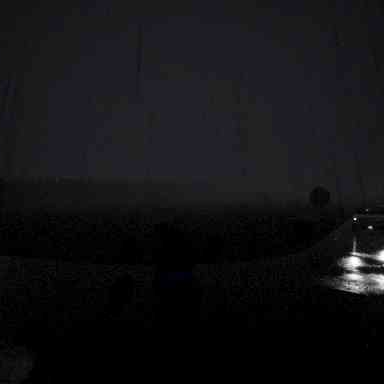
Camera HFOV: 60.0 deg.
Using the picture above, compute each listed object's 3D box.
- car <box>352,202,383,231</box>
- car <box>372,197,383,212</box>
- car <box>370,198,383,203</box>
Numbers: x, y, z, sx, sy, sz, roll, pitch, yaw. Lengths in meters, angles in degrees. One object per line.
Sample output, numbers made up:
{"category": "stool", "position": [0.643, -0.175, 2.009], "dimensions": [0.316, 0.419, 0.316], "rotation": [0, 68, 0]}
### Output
{"category": "car", "position": [10.349, 1.508, 19.081], "dimensions": [1.895, 1.301, 4.718], "rotation": [1, 1, 31]}
{"category": "car", "position": [20.905, 1.365, 36.399], "dimensions": [1.812, 1.442, 4.674], "rotation": [1, 1, 32]}
{"category": "car", "position": [15.563, 1.397, 27.759], "dimensions": [1.812, 1.442, 4.674], "rotation": [1, 1, 32]}
